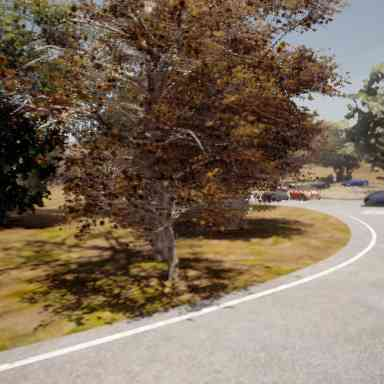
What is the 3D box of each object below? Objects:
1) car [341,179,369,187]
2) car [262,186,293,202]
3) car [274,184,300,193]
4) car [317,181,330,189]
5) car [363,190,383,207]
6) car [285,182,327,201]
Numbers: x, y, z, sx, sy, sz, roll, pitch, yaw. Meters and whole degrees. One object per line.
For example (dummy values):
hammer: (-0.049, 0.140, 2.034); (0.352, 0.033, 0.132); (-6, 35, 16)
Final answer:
car: (31.476, -1.807, 64.365); (5.008, 1.535, 1.882); (-2, 2, 1)
car: (9.861, 0.403, 39.469); (1.994, 1.385, 4.181); (-3, 2, -7)
car: (16.924, -0.686, 59.158); (4.718, 1.301, 1.895); (-5, 3, -38)
car: (22.143, -1.100, 58.882); (4.902, 1.511, 2.128); (-5, 3, -26)
car: (16.503, 0.495, 27.430); (4.181, 1.385, 1.994); (-1, 3, 45)
car: (13.223, 0.036, 38.836); (2.097, 1.767, 4.553); (-3, 2, -10)
